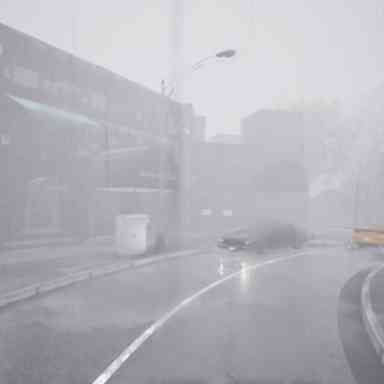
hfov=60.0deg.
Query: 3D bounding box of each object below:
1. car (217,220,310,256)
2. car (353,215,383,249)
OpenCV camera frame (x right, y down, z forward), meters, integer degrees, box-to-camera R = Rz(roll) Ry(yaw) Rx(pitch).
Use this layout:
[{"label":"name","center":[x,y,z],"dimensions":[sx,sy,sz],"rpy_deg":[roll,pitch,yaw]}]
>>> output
[{"label":"car","center":[3.576,2.057,15.727],"dimensions":[5.357,1.411,2.033],"rpy_deg":[3,-3,-44]},{"label":"car","center":[10.122,2.022,16.514],"dimensions":[5.008,1.535,1.882],"rpy_deg":[1,-3,-31]}]
